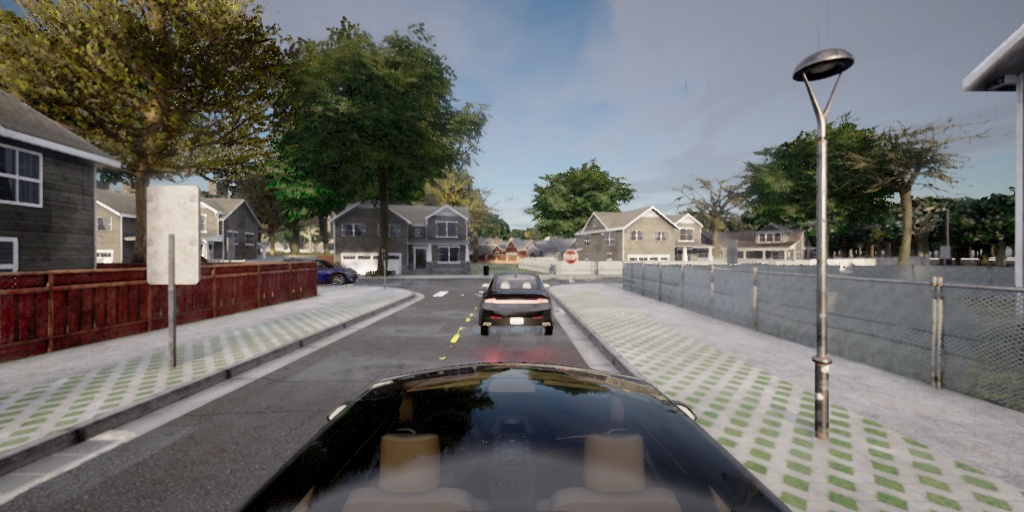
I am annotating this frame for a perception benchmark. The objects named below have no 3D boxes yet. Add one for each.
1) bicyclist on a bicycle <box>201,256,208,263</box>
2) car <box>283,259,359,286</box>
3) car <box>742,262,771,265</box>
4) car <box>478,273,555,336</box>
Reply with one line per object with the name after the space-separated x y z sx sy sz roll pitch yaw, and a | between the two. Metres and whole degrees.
-22.304 0.841 25.944 0.582 1.620 1.656 0 0 -12 | bicyclist on a bicycle
-11.927 0.978 22.085 4.553 1.767 2.097 0 0 -12 | car
20.080 1.276 28.953 5.008 1.535 1.882 0 0 -13 | car
0.115 1.227 10.378 2.128 1.511 4.902 0 0 0 | car
